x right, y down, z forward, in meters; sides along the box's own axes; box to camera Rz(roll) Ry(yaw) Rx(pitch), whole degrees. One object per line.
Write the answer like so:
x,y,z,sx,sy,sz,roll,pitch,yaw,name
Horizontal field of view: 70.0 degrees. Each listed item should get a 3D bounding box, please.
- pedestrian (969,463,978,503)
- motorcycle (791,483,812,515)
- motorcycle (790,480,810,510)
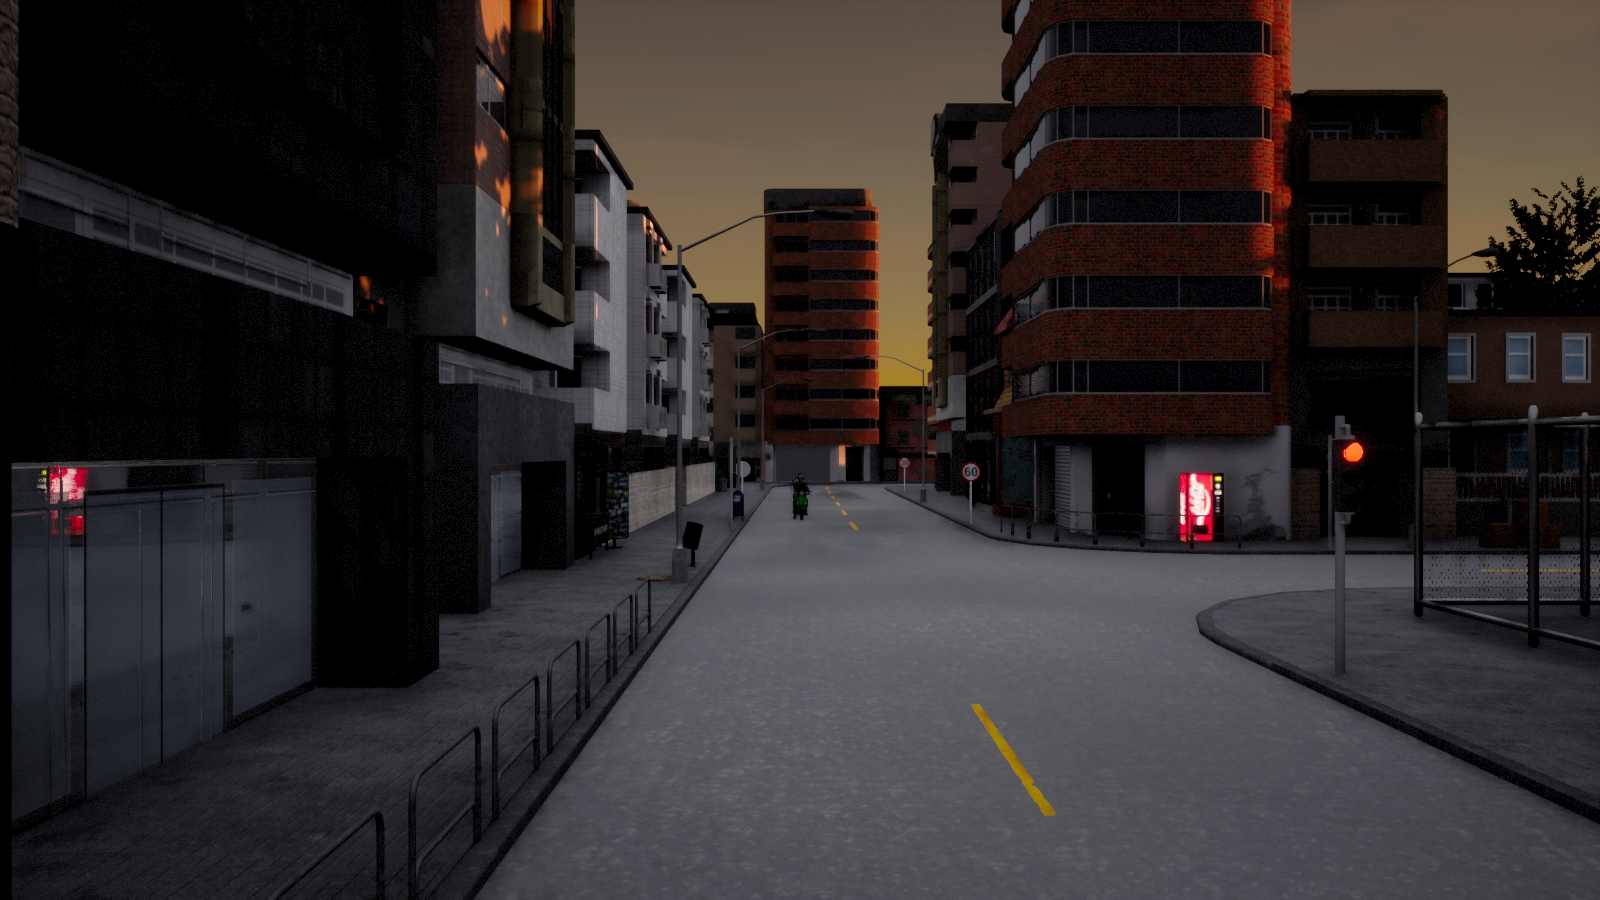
8.118,1.533,53.404,0.375,1.860,0.375,0,0,5,pedestrian
0.063,1.970,46.521,0.856,1.236,1.805,0,0,0,motorcycle
0.019,1.970,50.389,0.856,1.236,1.805,0,0,0,motorcycle
